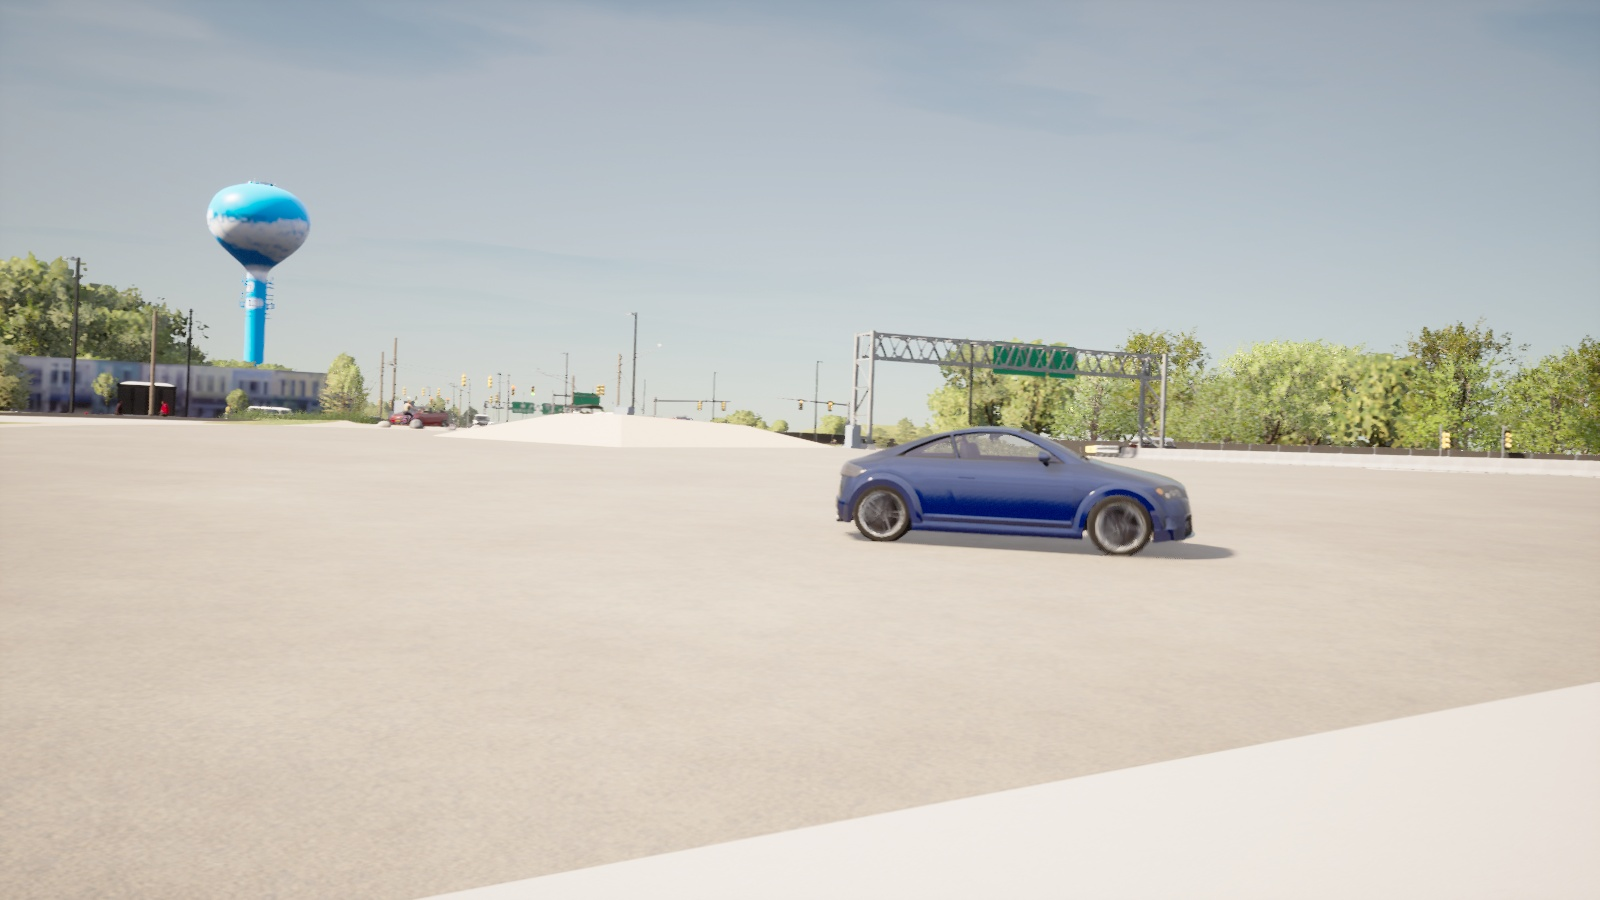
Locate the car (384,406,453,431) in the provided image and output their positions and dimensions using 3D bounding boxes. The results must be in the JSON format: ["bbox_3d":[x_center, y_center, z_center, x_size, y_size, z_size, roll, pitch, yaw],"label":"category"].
[{"bbox_3d":[-25.239,-2.066,83.182,2.007,1.525,4.514,1,0,21],"label":"car"}]

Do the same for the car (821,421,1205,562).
[{"bbox_3d":[2.537,0.410,14.963,4.181,1.385,1.994,2,2,14],"label":"car"}]

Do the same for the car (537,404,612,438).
[{"bbox_3d":[-13.409,-1.746,74.794,3.866,1.878,1.905,1,1,-40],"label":"car"}]
